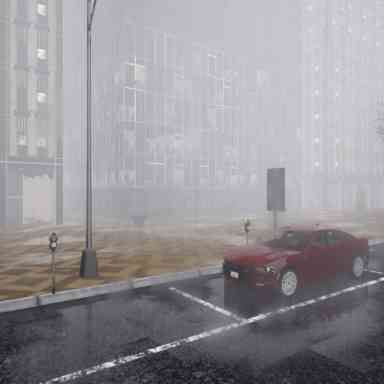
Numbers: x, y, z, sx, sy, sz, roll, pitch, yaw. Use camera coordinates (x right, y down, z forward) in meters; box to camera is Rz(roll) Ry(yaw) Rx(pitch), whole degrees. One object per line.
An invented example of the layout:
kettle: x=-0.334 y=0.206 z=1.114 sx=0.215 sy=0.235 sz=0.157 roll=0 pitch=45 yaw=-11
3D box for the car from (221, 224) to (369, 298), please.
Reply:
car: x=2.752 y=1.545 z=8.502 sx=4.507 sy=1.381 sz=1.887 roll=0 pitch=0 yaw=-35
